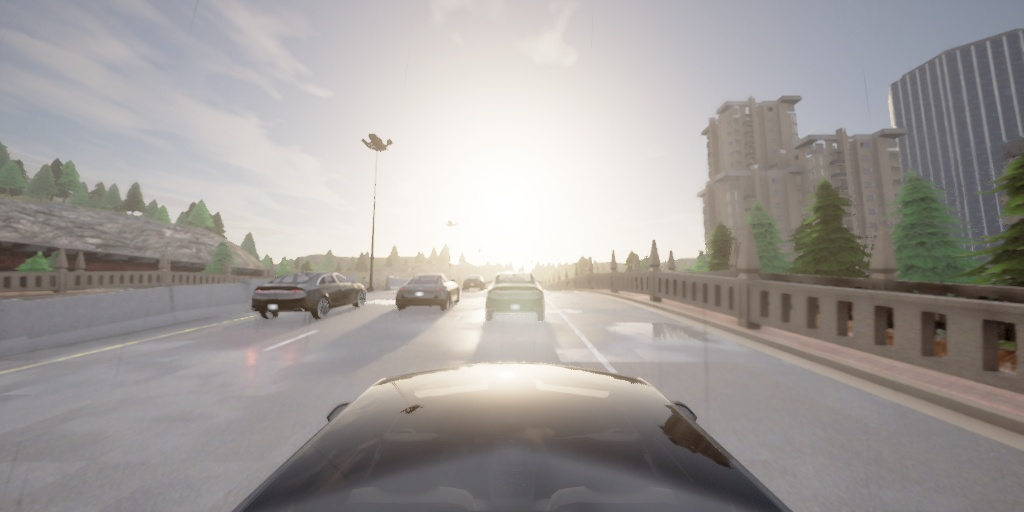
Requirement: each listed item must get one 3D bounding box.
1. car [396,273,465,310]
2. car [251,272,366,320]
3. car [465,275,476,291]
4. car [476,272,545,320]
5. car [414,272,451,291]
[{"bbox_3d":[-3.405,1.423,15.188,1.994,1.385,4.181,0,-2,0],"label":"car"},{"bbox_3d":[-6.904,1.297,12.782,2.128,1.511,4.902,0,-1,0],"label":"car"},{"bbox_3d":[-3.411,2.461,32.958,1.812,1.442,4.674,0,-5,0],"label":"car"},{"bbox_3d":[0.096,1.297,12.753,2.128,1.511,4.902,0,-1,0],"label":"car"},{"bbox_3d":[-6.911,2.321,31.810,2.128,1.511,4.902,0,-5,0],"label":"car"}]
